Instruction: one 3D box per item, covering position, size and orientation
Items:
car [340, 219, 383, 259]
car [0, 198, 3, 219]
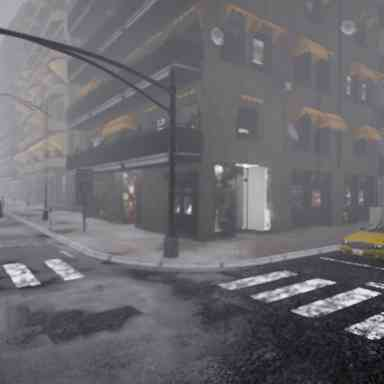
[{"bbox_3d":[7.037,1.507,11.575,4.829,1.417,1.752,0,1,-36],"label":"car"},{"bbox_3d":[-14.968,0.930,24.064,2.192,1.841,5.009,2,0,-36],"label":"car"}]
